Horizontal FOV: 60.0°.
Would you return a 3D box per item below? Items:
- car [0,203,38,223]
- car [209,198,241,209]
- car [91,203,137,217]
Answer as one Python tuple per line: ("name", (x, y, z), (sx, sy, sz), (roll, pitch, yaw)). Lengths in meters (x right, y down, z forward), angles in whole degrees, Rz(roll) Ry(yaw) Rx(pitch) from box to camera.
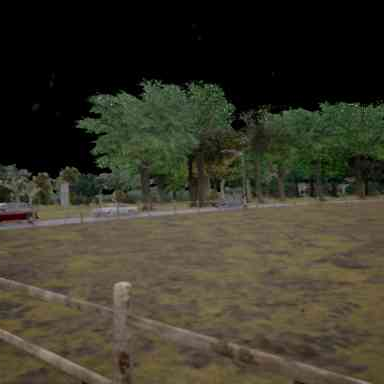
("car", (-14.576, 1.677, 25.836), (2.097, 1.767, 4.553), (-3, -1, 35))
("car", (4.873, 1.640, 48.522), (5.357, 1.411, 2.033), (-1, -2, -41))
("car", (-8.137, 1.869, 34.675), (1.895, 1.301, 4.718), (-3, -1, 38))
